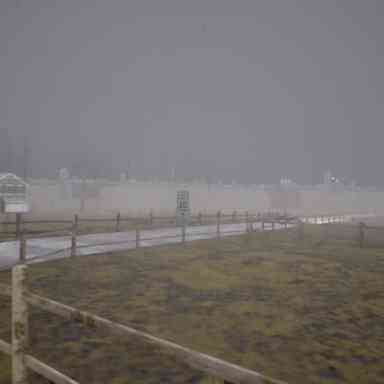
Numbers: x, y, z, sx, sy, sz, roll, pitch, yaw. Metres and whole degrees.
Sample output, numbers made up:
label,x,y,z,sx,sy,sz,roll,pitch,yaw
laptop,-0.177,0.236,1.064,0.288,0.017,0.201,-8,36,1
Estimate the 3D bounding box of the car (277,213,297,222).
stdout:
label,x,y,z,sx,sy,sz,roll,pitch,yaw
car,14.305,3.753,49.810,1.895,1.301,4.718,1,-2,35
